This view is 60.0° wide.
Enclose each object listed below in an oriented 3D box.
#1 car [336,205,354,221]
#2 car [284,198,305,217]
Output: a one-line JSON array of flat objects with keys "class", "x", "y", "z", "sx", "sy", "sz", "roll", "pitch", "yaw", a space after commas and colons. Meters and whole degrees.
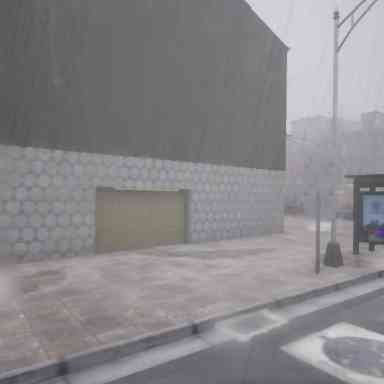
[{"class": "car", "x": 12.978, "y": 1.648, "z": 25.414, "sx": 1.947, "sy": 1.339, "sz": 4.313, "roll": 0, "pitch": -1, "yaw": -36}, {"class": "car", "x": 9.756, "y": 1.429, "z": 29.899, "sx": 2.192, "sy": 1.841, "sz": 5.009, "roll": 1, "pitch": -1, "yaw": -36}]
